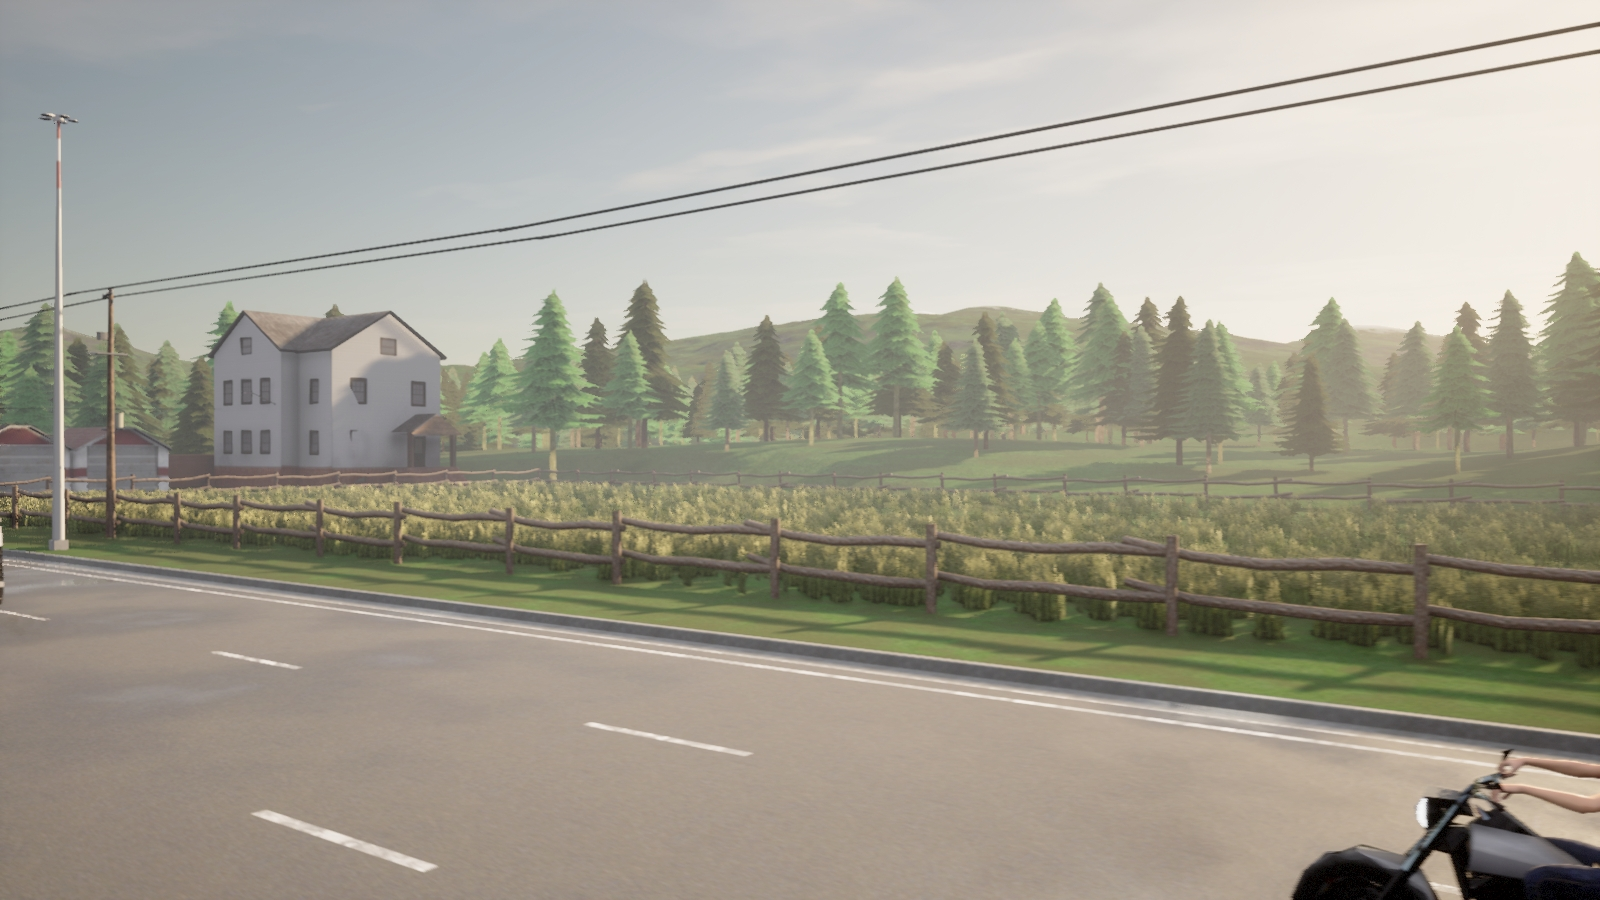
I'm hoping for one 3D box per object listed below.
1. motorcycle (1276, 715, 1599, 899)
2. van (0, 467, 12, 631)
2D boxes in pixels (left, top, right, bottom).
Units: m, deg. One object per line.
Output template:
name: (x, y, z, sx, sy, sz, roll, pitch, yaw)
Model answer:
motorcycle: (3.635, 2.155, 5.517, 2.356, 1.307, 0.764, 0, 0, 35)
van: (-15.373, 1.548, 18.826, 5.915, 2.561, 1.988, 0, 0, 35)
